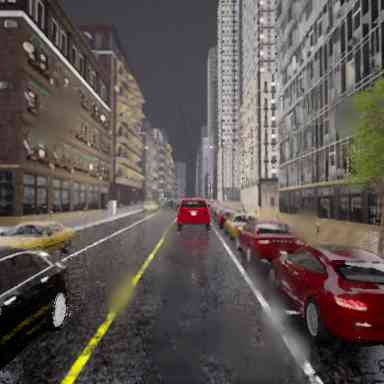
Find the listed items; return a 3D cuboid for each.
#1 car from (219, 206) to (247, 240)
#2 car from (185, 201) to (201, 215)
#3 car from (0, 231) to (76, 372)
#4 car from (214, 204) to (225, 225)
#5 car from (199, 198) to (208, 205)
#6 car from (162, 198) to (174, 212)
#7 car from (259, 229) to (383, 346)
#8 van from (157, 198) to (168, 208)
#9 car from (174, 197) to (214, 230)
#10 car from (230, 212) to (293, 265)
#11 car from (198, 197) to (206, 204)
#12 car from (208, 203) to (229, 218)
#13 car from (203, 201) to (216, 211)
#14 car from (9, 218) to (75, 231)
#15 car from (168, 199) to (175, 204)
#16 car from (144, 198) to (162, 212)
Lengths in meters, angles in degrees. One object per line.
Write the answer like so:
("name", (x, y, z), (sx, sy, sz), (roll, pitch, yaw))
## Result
("car", (2.679, 1.710, 17.873), (1.752, 1.417, 4.829), (1, -1, 0))
("car", (0.115, 1.935, 41.261), (1.837, 1.490, 4.892), (0, -1, 0))
("car", (-3.099, 1.548, 4.143), (1.837, 1.490, 4.892), (0, -1, 0))
("car", (2.680, 1.786, 23.401), (1.887, 1.381, 4.507), (1, -1, 0))
("car", (2.703, 2.309, 80.379), (1.967, 1.590, 4.097), (1, -1, 0))
("car", (-3.061, 2.009, 47.870), (1.837, 1.490, 4.892), (0, -1, 0))
("car", (2.674, 1.648, 6.306), (1.802, 1.307, 4.206), (1, -1, 0))
("van", (-5.648, 2.016, 63.409), (1.690, 1.788, 3.998), (1, -1, 0))
("car", (0.110, 1.460, 23.105), (2.150, 2.045, 5.566), (0, -1, 0))
("car", (2.677, 1.669, 12.004), (1.887, 1.381, 4.507), (1, -1, 0))
("car", (2.709, 2.320, 91.777), (2.192, 1.841, 5.009), (1, -1, 0))
("car", (2.685, 1.906, 34.795), (1.887, 1.381, 4.507), (1, -1, 0))
("car", (2.691, 2.092, 51.888), (1.887, 1.381, 4.507), (1, -1, 0))
("car", (-5.670, 1.649, 11.962), (1.752, 1.417, 4.829), (1, -1, 0))
("car", (-5.643, 2.588, 91.890), (1.802, 1.307, 4.206), (1, -1, 0))
("car", (-5.658, 2.009, 46.144), (1.752, 1.417, 4.829), (1, -1, 0))
